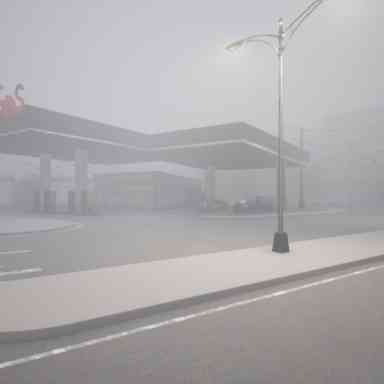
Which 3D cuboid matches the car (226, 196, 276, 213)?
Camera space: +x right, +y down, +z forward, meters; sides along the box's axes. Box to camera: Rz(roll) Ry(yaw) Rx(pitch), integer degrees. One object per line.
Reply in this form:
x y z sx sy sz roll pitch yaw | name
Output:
6.278 1.290 34.133 4.611 1.667 2.242 0 0 -35 | car

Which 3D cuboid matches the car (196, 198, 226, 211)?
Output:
2.359 1.451 38.403 3.806 1.475 1.970 0 0 -35 | car

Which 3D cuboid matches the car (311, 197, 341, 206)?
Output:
21.523 1.516 53.610 1.812 1.442 4.674 0 0 -36 | car

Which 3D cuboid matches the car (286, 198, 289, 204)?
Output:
15.670 1.495 61.689 1.837 1.490 4.892 0 0 -36 | car
